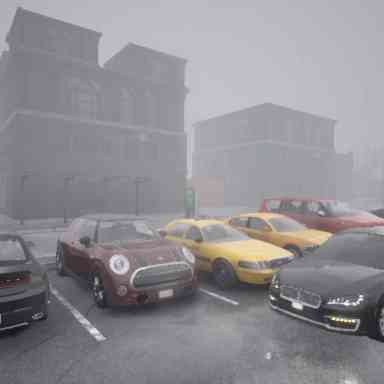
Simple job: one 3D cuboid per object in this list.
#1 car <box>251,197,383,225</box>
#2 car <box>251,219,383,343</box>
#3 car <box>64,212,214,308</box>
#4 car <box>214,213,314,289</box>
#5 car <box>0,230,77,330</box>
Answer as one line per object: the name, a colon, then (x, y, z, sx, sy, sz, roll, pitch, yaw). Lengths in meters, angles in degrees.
car: (4.944, 1.229, 12.910, 2.435, 2.045, 5.566, 0, 0, -35)
car: (3.608, 1.505, 6.546, 4.892, 1.490, 1.837, 0, 0, -35)
car: (-1.796, 1.355, 8.196, 2.185, 1.767, 4.553, 0, 0, -35)
car: (0.497, 1.477, 9.559, 1.946, 1.575, 5.366, 0, 0, -35)
car: (-4.145, 1.481, 6.481, 2.231, 1.521, 4.892, 0, 0, -35)
